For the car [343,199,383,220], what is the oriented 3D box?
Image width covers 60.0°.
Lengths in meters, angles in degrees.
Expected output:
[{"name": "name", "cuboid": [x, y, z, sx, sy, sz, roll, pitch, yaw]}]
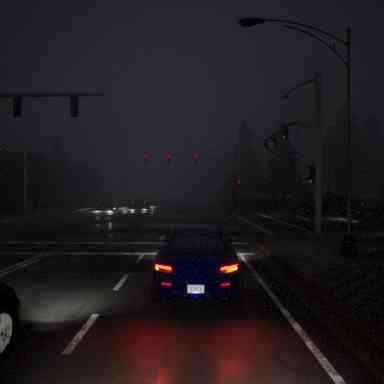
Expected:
[{"name": "car", "cuboid": [15.885, 1.547, 27.619, 5.357, 1.411, 2.033, 0, 0, 0]}]

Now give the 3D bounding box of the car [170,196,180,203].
[{"name": "car", "cuboid": [-3.479, 1.477, 69.609, 1.882, 1.535, 5.008, 0, 0, 0]}]

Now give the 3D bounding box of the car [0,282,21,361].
[{"name": "car", "cuboid": [-3.442, 1.505, 2.966, 1.837, 1.490, 4.892, 0, 0, 0]}]

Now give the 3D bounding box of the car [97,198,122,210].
[{"name": "car", "cuboid": [-10.643, 1.526, 42.306, 1.812, 1.442, 4.674, 0, 0, 0]}]

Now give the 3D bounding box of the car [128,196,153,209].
[{"name": "car", "cuboid": [-7.147, 1.352, 46.365, 2.097, 1.767, 4.553, 0, 0, 0]}]

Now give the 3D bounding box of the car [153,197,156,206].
[{"name": "car", "cuboid": [-7.133, 1.504, 55.506, 1.837, 1.490, 4.892, 0, 0, 0]}]

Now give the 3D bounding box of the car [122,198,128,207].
[{"name": "car", "cuboid": [-10.646, 1.601, 51.404, 1.895, 1.301, 4.718, 0, 0, 0]}]

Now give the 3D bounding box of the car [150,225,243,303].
[{"name": "car", "cuboid": [0.131, 1.526, 8.100, 1.812, 1.442, 4.674, 0, 0, 2]}]

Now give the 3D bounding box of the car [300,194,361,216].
[{"name": "car", "cuboid": [13.063, 1.222, 31.118, 5.566, 2.045, 2.150, 0, 0, 0]}]
